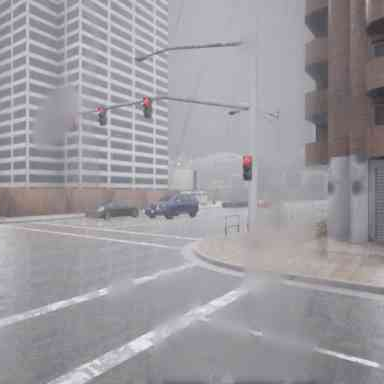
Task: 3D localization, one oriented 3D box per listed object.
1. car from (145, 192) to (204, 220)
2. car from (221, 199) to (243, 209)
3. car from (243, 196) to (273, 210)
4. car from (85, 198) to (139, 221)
[{"bbox_3d":[-1.575,1.222,28.874,2.150,2.045,5.566,0,0,35],"label":"car"},{"bbox_3d":[5.879,1.601,45.329,1.895,1.301,4.718,0,0,36],"label":"car"},{"bbox_3d":[8.950,1.351,43.606,2.097,1.767,4.553,0,0,36],"label":"car"},{"bbox_3d":[-6.612,1.355,27.801,2.097,1.767,4.553,0,0,35],"label":"car"}]
